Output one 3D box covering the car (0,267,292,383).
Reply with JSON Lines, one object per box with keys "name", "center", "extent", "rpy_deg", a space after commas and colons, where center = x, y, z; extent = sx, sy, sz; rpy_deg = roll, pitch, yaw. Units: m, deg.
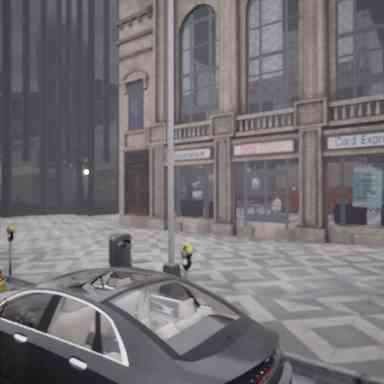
{"name": "car", "center": [-1.146, 1.567, 3.790], "extent": [4.403, 1.369, 2.008], "rpy_deg": [0, 0, 36]}
